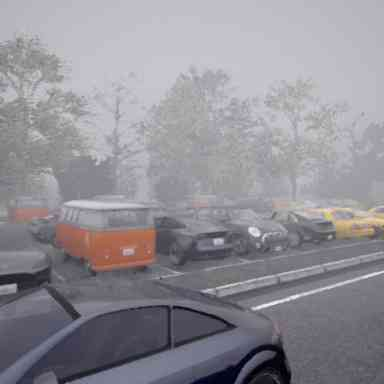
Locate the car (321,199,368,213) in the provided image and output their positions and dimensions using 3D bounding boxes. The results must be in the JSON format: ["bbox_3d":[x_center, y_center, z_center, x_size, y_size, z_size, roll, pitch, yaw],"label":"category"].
[{"bbox_3d":[18.965,1.707,41.613,2.097,1.535,5.008,1,0,-35],"label":"car"}]

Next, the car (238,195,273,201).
[{"bbox_3d":[5.490,1.318,32.100,2.435,2.045,5.566,1,0,-35],"label":"car"}]

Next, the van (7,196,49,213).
[{"bbox_3d":[-10.373,1.263,20.960,1.878,1.987,4.442,0,0,-35],"label":"van"}]

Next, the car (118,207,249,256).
[{"bbox_3d":[-0.551,1.520,11.783,2.163,1.488,4.792,0,0,-35],"label":"car"}]

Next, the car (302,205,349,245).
[{"bbox_3d":[3.999,1.499,14.966,2.231,1.521,4.892,0,0,-35],"label":"car"}]

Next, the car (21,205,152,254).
[{"bbox_3d":[-4.449,1.515,14.426,4.892,1.490,1.837,0,0,-35],"label":"car"}]

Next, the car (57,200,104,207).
[{"bbox_3d":[-8.049,1.488,22.471,2.097,1.535,5.008,0,0,-35],"label":"car"}]

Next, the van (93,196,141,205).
[{"bbox_3d":[-5.710,1.265,23.990,1.878,1.987,4.442,0,0,-36],"label":"van"}]

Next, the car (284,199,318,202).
[{"bbox_3d":[10.131,1.612,35.128,1.946,1.575,5.366,1,0,-35],"label":"car"}]

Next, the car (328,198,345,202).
[{"bbox_3d":[14.560,1.691,38.460,2.163,1.488,4.792,1,0,-35],"label":"car"}]

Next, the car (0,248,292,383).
[{"bbox_3d":[-1.052,1.565,2.937,4.181,1.385,1.994,0,0,-36],"label":"car"}]

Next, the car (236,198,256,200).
[{"bbox_3d":[3.262,1.575,30.450,2.163,1.488,4.792,1,0,-35],"label":"car"}]

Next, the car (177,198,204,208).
[{"bbox_3d":[-1.392,1.536,27.220,2.163,1.488,4.792,0,0,-35],"label":"car"}]

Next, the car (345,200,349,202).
[{"bbox_3d":[16.684,1.558,40.040,2.185,1.767,4.553,1,0,-35],"label":"car"}]

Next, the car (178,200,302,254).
[{"bbox_3d":[1.710,1.367,13.389,2.185,1.767,4.553,0,0,-35],"label":"car"}]

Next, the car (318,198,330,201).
[{"bbox_3d":[12.285,1.679,36.879,2.002,1.452,4.674,1,0,-35],"label":"car"}]

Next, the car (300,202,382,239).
[{"bbox_3d":[6.146,1.506,16.723,1.946,1.575,5.366,0,0,-35],"label":"car"}]

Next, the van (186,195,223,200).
[{"bbox_3d":[0.819,1.298,28.896,1.878,1.987,4.442,0,0,-35],"label":"van"}]

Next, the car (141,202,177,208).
[{"bbox_3d":[-3.545,1.525,25.694,2.163,1.488,4.792,0,0,-35],"label":"car"}]

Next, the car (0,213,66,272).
[{"bbox_3d":[-5.047,1.522,8.524,2.163,1.488,4.792,0,0,-35],"label":"car"}]

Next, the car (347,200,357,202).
[{"bbox_3d":[13.152,1.568,21.236,1.946,1.575,5.366,1,0,-35],"label":"car"}]

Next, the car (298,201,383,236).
[{"bbox_3d":[8.524,1.523,17.955,1.946,1.575,5.366,1,0,-35],"label":"car"}]
